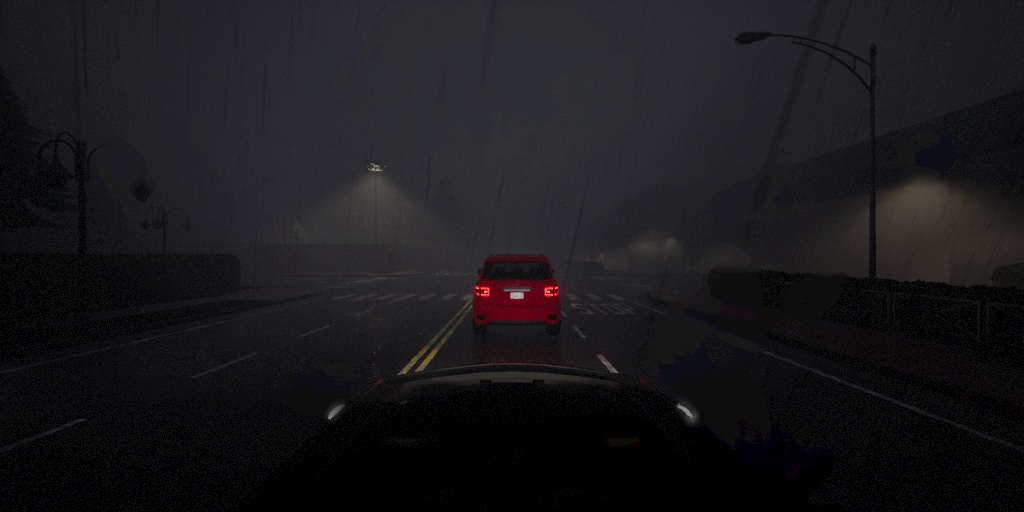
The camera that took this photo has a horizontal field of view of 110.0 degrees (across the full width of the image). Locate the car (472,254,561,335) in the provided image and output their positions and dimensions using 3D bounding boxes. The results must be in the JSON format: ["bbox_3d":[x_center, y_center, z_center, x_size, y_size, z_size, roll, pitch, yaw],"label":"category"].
[{"bbox_3d":[0.118,0.971,10.640,2.150,2.045,5.566,0,0,0],"label":"car"}]

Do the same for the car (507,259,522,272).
[{"bbox_3d":[0.348,1.228,46.303,1.882,1.535,5.008,0,0,1],"label":"car"}]
